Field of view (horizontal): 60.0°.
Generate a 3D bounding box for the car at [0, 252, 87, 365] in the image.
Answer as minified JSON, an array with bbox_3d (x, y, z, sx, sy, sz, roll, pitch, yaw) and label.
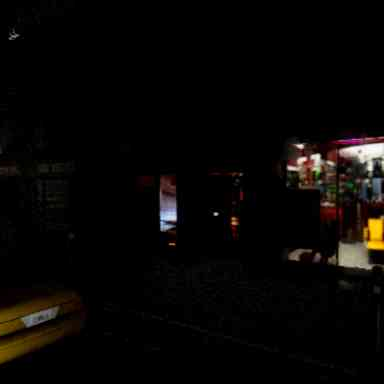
[{"bbox_3d":[-3.794,1.567,5.566,4.829,1.417,1.752,0,1,36],"label":"car"}]
